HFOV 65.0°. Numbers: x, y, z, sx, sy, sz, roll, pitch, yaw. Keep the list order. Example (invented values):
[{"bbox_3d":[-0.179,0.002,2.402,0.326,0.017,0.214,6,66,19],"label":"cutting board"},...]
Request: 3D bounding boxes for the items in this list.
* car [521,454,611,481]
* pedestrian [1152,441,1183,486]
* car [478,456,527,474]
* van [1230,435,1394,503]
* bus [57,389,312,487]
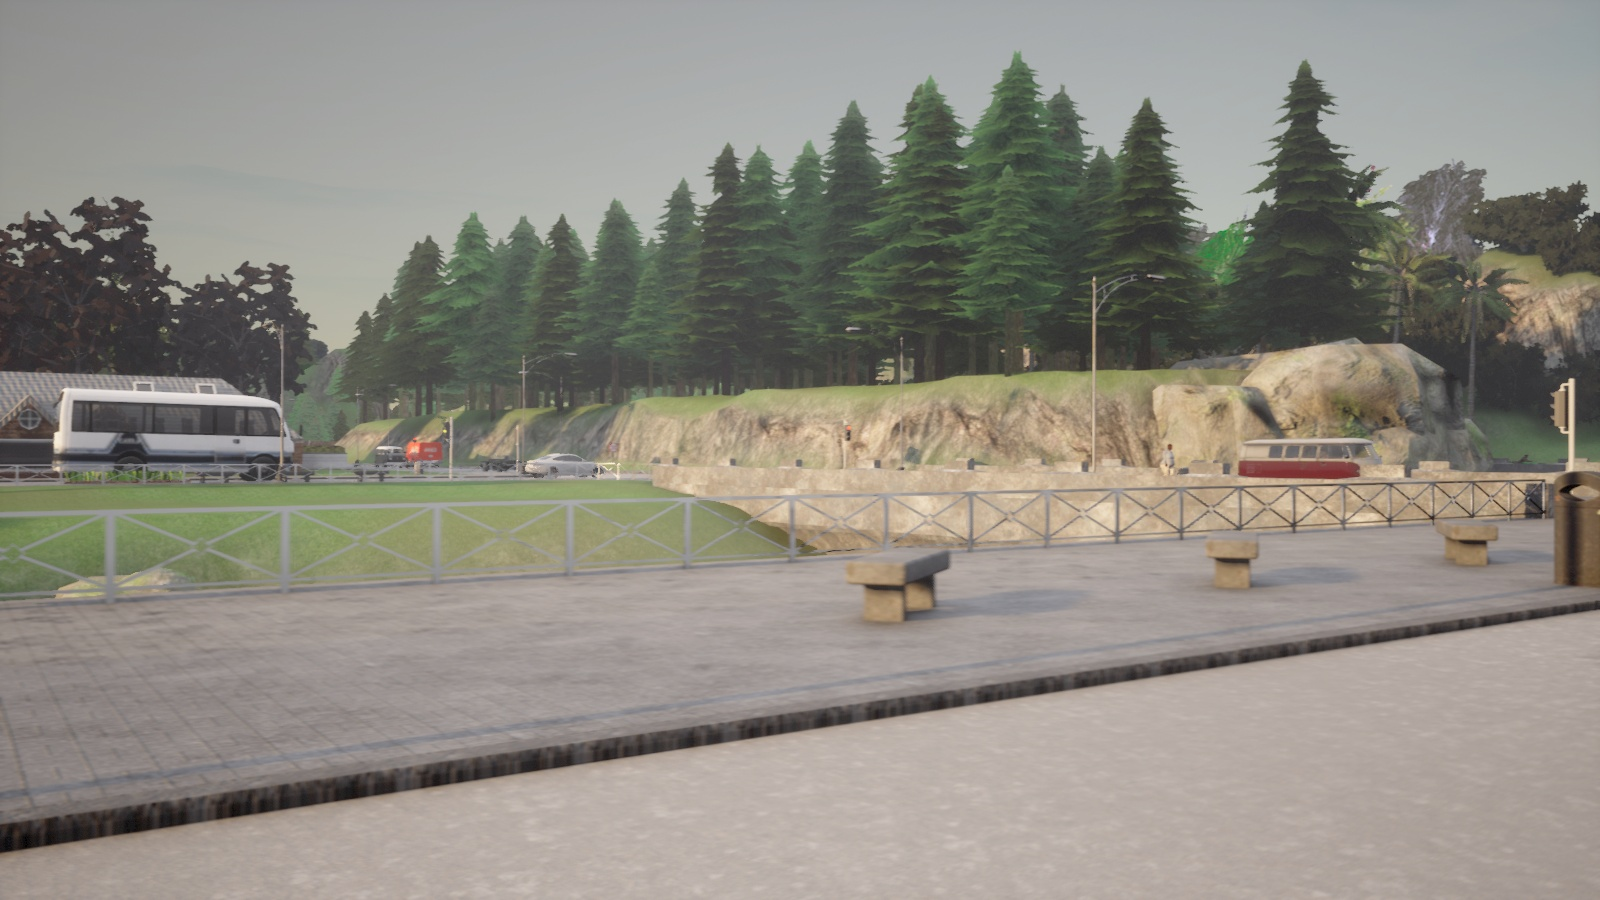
[{"bbox_3d":[-13.100,0.971,70.499,4.674,1.442,1.812,0,0,-40],"label":"car"},{"bbox_3d":[15.462,0.552,52.865,0.874,1.855,0.900,0,0,-34],"label":"pedestrian"},{"bbox_3d":[-22.099,1.120,93.152,1.895,1.301,4.718,0,0,-35],"label":"car"},{"bbox_3d":[15.717,0.559,38.780,1.775,1.987,4.442,0,0,-35],"label":"van"},{"bbox_3d":[-28.913,-0.426,59.263,10.273,4.253,3.944,1,-1,-35],"label":"bus"}]
